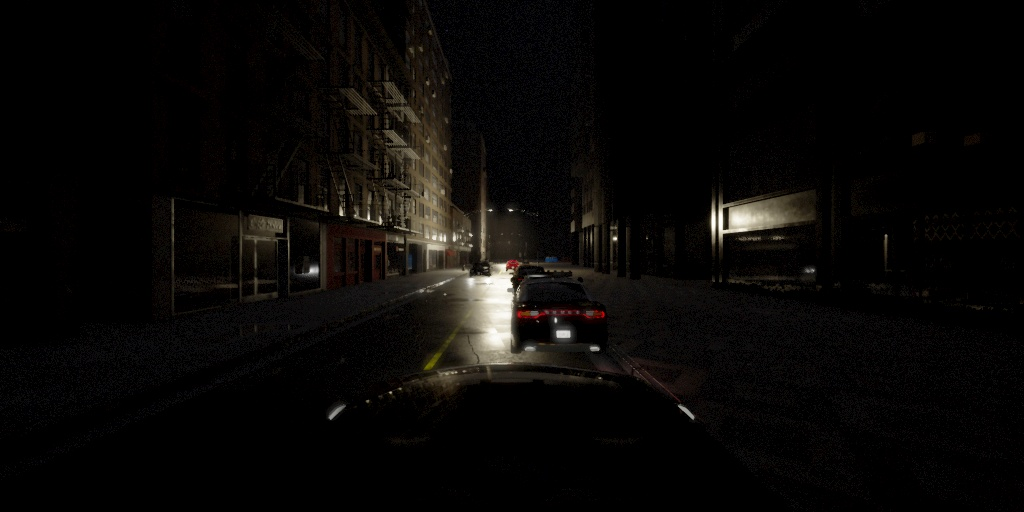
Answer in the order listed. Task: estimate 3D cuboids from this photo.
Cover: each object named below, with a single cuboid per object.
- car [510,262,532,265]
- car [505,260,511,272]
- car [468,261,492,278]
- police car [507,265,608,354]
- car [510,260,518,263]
[{"bbox_3d":[0.937,1.256,18.802,1.837,1.490,4.892,0,0,0],"label":"car"},{"bbox_3d":[0.142,1.301,47.403,1.812,1.442,4.674,0,0,1],"label":"car"},{"bbox_3d":[-2.928,1.263,33.944,1.837,1.490,4.892,0,0,0],"label":"car"},{"bbox_3d":[0.913,1.175,8.912,1.930,1.638,5.238,0,0,0],"label":"police car"},{"bbox_3d":[0.952,1.209,24.993,1.801,1.575,5.366,0,0,0],"label":"car"}]
